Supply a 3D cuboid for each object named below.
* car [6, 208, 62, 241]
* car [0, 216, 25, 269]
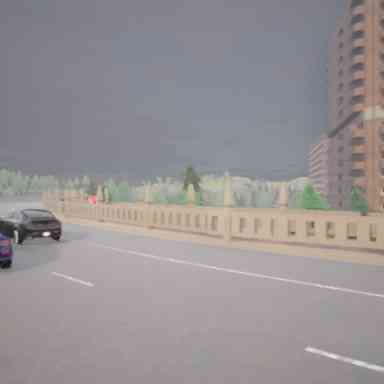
[{"bbox_3d":[-7.961,1.561,16.066,1.837,1.490,4.892,0,0,-44],"label":"car"},{"bbox_3d":[-7.094,1.559,10.255,4.674,1.442,1.812,0,0,43],"label":"car"}]
